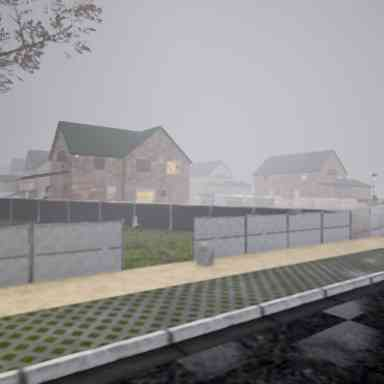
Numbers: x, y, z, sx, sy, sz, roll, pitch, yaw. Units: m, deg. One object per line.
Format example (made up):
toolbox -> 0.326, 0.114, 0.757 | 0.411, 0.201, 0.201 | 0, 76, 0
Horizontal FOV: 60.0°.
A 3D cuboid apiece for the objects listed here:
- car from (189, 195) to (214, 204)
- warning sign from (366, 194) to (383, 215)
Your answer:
car -> 1.350, 1.156, 49.061 | 2.033, 1.411, 5.357 | 1, 0, -36
warning sign -> 17.254, 1.173, 31.354 | 1.300, 1.860, 1.060 | 0, 0, -36
